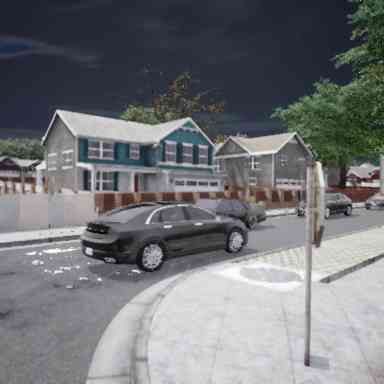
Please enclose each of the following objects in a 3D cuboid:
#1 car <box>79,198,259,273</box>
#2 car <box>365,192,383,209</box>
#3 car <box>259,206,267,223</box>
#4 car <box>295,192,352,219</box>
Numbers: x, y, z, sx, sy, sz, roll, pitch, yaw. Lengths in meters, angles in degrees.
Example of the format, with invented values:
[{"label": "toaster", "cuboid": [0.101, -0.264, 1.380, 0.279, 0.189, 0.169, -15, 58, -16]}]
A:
[{"label": "car", "cuboid": [-0.477, 1.003, 8.870, 4.892, 1.490, 1.837, -1, 1, -44]}, {"label": "car", "cuboid": [16.106, 0.700, 27.604, 4.674, 1.442, 1.812, -1, 1, -40]}, {"label": "car", "cuboid": [1.083, 0.954, 14.369, 5.357, 1.411, 2.033, -1, 1, -43]}, {"label": "car", "cuboid": [8.360, 0.795, 20.939, 4.892, 1.490, 1.837, -1, 1, -41]}]
